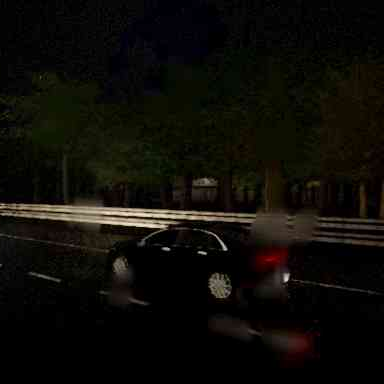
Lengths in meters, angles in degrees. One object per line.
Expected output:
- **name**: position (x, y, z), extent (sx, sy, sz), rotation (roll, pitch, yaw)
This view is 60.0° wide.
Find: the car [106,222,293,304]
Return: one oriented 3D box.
- **car**: position (-0.048, 1.506, 8.203), extent (4.892, 1.490, 1.837), rotation (0, 0, 36)
